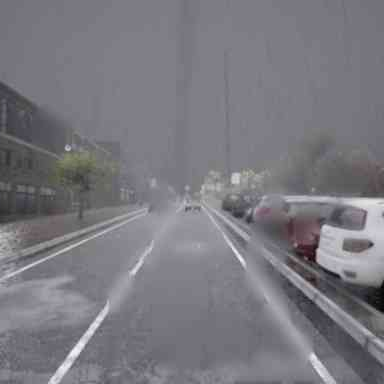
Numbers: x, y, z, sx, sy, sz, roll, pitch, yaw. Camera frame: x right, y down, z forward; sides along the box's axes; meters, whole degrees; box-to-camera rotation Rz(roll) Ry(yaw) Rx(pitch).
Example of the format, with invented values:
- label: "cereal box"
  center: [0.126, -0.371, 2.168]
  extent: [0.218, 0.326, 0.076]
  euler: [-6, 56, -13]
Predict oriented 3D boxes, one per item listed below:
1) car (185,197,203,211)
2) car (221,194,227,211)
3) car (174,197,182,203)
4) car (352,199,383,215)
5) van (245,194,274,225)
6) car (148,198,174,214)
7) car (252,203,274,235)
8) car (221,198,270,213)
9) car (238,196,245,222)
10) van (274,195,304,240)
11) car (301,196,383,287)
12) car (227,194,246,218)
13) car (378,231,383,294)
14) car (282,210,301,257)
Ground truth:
- label: "car"
  center: [0.110, 1.615, 41.588]
  extent: [1.895, 1.301, 4.718]
  euler: [0, 0, 0]
- label: "car"
  center: [5.632, 1.180, 32.501]
  extent: [5.566, 2.045, 2.435]
  euler: [0, 0, 0]
- label: "car"
  center: [-3.232, 1.814, 75.553]
  extent: [2.128, 1.511, 4.902]
  euler: [0, 0, 0]
- label: "car"
  center: [18.689, 1.431, 32.485]
  extent: [5.008, 1.535, 2.097]
  euler: [0, 0, 0]
- label: "van"
  center: [5.485, 1.204, 18.485]
  extent: [4.442, 1.987, 1.878]
  euler: [0, 0, 0]
- label: "car"
  center: [-3.340, 1.509, 34.511]
  extent: [2.033, 1.411, 5.357]
  euler: [0, 0, 0]
- label: "car"
  center: [5.597, 1.436, 15.682]
  extent: [4.892, 1.521, 2.231]
  euler: [0, 0, 0]
- label: "car"
  center: [5.600, 1.443, 35.301]
  extent: [4.892, 1.521, 2.231]
  euler: [0, 0, 0]
- label: "car"
  center: [5.568, 1.299, 21.290]
  extent: [4.553, 1.767, 2.185]
  euler: [0, 0, 0]
- label: "van"
  center: [5.722, 1.214, 12.879]
  extent: [4.442, 1.987, 1.878]
  euler: [0, 0, 0]
- label: "car"
  center: [5.640, 1.198, 7.271]
  extent: [5.566, 2.045, 2.435]
  euler: [0, 0, 0]
- label: "car"
  center: [5.628, 1.171, 24.090]
  extent: [5.566, 2.045, 2.435]
  euler: [0, 0, 0]
- label: "car"
  center: [5.610, 1.456, 4.464]
  extent: [4.892, 1.521, 2.231]
  euler: [0, 0, 0]
- label: "car"
  center: [5.603, 1.444, 10.075]
  extent: [5.008, 1.535, 2.097]
  euler: [0, 0, 0]
